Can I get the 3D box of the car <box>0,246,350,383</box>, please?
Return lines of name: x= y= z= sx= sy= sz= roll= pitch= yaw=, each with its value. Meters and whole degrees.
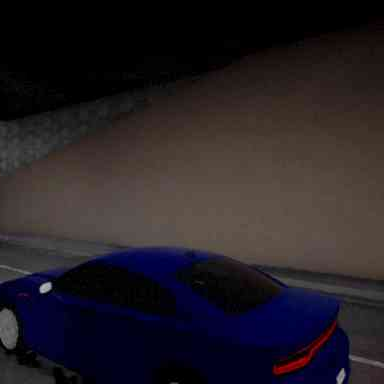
car: x=-0.694 y=1.476 z=4.399 sx=5.008 sy=1.535 sz=1.882 roll=0 pitch=0 yaw=36
